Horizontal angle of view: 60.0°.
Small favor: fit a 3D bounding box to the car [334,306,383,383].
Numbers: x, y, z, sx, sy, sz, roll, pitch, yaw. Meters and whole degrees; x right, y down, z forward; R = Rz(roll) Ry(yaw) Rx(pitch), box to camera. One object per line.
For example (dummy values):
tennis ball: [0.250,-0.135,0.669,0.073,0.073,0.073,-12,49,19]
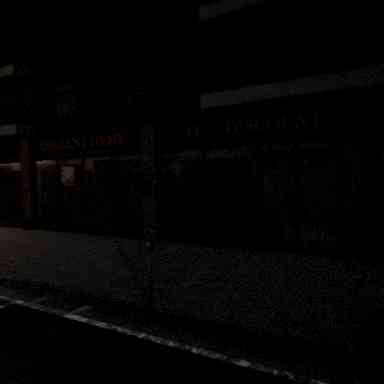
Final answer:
car: [3.185,1.170,1.114,5.009,1.841,2.192,0,3,30]
